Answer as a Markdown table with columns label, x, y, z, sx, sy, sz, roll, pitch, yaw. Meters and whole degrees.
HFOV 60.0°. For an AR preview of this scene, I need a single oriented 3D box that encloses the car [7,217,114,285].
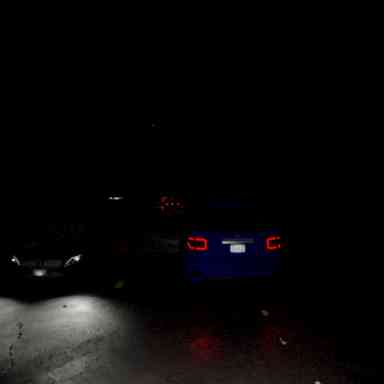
| label | x | y | z | sx | sy | sz | roll | pitch | yaw |
| --- | --- | --- | --- | --- | --- | --- | --- | --- | --- |
| car | -3.471 | 1.507 | 9.638 | 1.812 | 1.442 | 4.674 | 0 | 0 | -3 |

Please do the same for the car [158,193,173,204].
| label | x | y | z | sx | sy | sz | roll | pitch | yaw |
| --- | --- | --- | --- | --- | --- | --- | --- | --- | --- |
| car | -3.600 | 0.870 | 47.065 | 2.097 | 1.767 | 4.553 | -1 | 1 | -13 |

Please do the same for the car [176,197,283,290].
| label | x | y | z | sx | sy | sz | roll | pitch | yaw |
| --- | --- | --- | --- | --- | --- | --- | --- | --- | --- |
| car | 0.747 | 1.194 | 9.213 | 2.150 | 2.045 | 5.566 | 0 | 0 | -3 |

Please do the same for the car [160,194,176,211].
| label | x | y | z | sx | sy | sz | roll | pitch | yaw |
| --- | --- | --- | --- | --- | --- | --- | --- | --- | --- |
| car | -2.212 | 1.257 | 36.537 | 2.033 | 1.411 | 5.357 | 0 | 1 | -5 |

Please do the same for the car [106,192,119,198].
| label | x | y | z | sx | sy | sz | roll | pitch | yaw |
| --- | --- | --- | --- | --- | --- | --- | --- | --- | --- |
| car | -17.634 | 0.530 | 73.422 | 1.994 | 1.385 | 4.181 | -2 | 3 | -31 |
